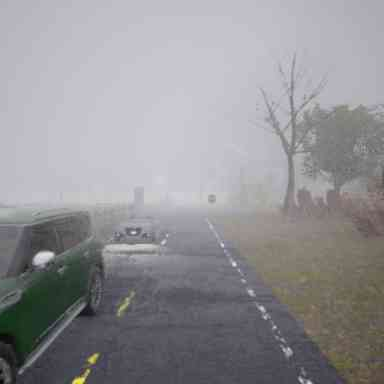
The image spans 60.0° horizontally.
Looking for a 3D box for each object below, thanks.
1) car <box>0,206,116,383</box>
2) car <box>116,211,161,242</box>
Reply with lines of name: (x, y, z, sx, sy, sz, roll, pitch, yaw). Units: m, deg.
car: (-2.849, 1.275, 4.737, 2.150, 2.045, 5.566, 0, -1, 0)
car: (-2.745, 1.723, 17.555, 1.994, 1.385, 4.181, 0, -1, 0)
